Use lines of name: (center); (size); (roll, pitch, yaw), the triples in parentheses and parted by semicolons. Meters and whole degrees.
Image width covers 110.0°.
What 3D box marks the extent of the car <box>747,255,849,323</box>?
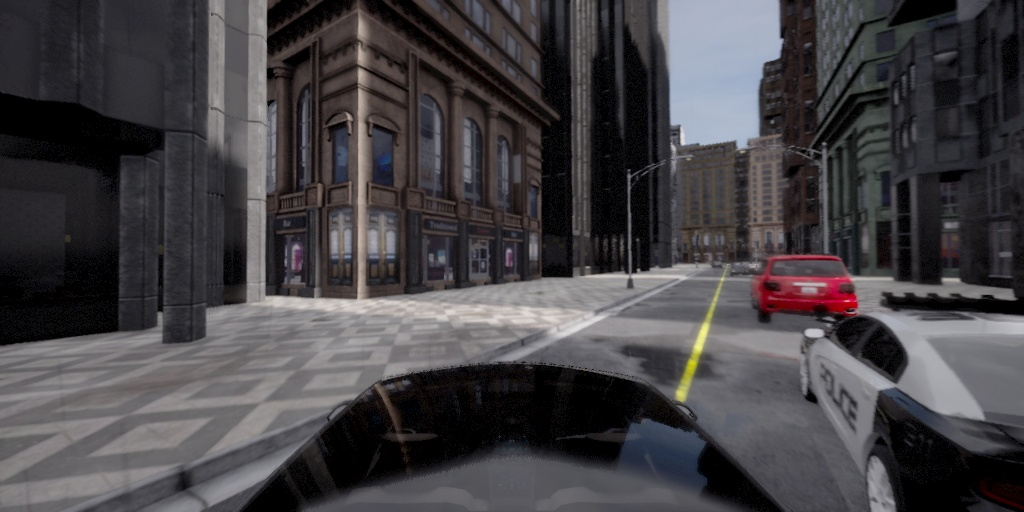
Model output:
car: (9.195, 1.003, 11.709); (2.150, 2.045, 5.566); (-1, -1, 31)

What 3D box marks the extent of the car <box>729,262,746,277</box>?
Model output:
car: (24.270, 1.565, 38.170); (1.895, 1.301, 4.718); (-1, -1, 32)

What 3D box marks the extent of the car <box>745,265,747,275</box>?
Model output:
car: (12.294, 1.287, 16.810); (1.882, 1.535, 5.008); (-1, -1, 31)

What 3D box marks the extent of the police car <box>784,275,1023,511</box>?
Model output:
police car: (4.049, 1.157, 3.226); (1.930, 1.638, 5.238); (-1, -1, 31)
